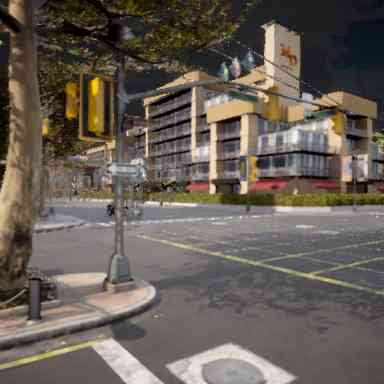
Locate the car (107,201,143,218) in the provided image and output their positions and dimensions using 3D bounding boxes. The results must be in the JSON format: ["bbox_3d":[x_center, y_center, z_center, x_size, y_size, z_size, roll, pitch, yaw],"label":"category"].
[{"bbox_3d":[-6.232,1.562,30.496,2.128,1.511,4.902,0,0,-36],"label":"car"}]
